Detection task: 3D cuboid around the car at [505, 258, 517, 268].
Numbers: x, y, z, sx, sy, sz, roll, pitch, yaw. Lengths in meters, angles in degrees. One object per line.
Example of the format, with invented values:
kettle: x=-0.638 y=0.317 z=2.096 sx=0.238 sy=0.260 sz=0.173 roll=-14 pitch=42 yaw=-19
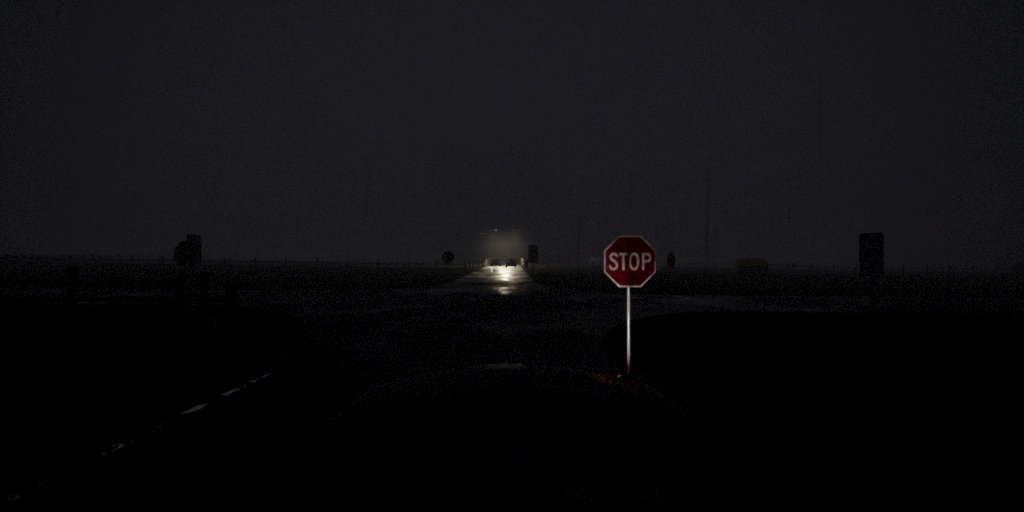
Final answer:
car: x=-0.190 y=1.254 z=61.697 sx=1.837 sy=1.490 sz=4.892 roll=0 pitch=0 yaw=0
